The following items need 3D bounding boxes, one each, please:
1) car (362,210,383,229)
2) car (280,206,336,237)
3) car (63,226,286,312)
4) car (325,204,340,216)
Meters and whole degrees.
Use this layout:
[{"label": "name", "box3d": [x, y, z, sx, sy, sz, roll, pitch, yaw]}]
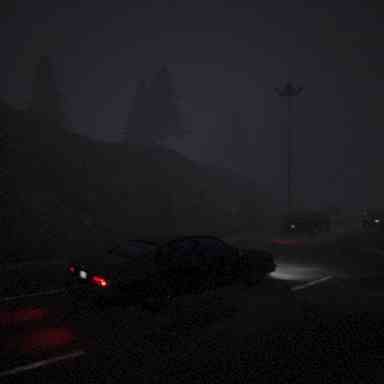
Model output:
[{"label": "car", "box3d": [14.023, 2.036, 25.043, 1.994, 1.385, 4.181, 0, -1, 31]}, {"label": "car", "box3d": [7.276, 1.857, 21.030, 1.882, 1.535, 5.008, 0, -1, 37]}, {"label": "car", "box3d": [-0.198, 1.683, 8.064, 5.357, 1.411, 2.033, 1, -1, -41]}, {"label": "car", "box3d": [18.345, 2.328, 43.970, 1.812, 1.442, 4.674, 0, -1, 18]}]
